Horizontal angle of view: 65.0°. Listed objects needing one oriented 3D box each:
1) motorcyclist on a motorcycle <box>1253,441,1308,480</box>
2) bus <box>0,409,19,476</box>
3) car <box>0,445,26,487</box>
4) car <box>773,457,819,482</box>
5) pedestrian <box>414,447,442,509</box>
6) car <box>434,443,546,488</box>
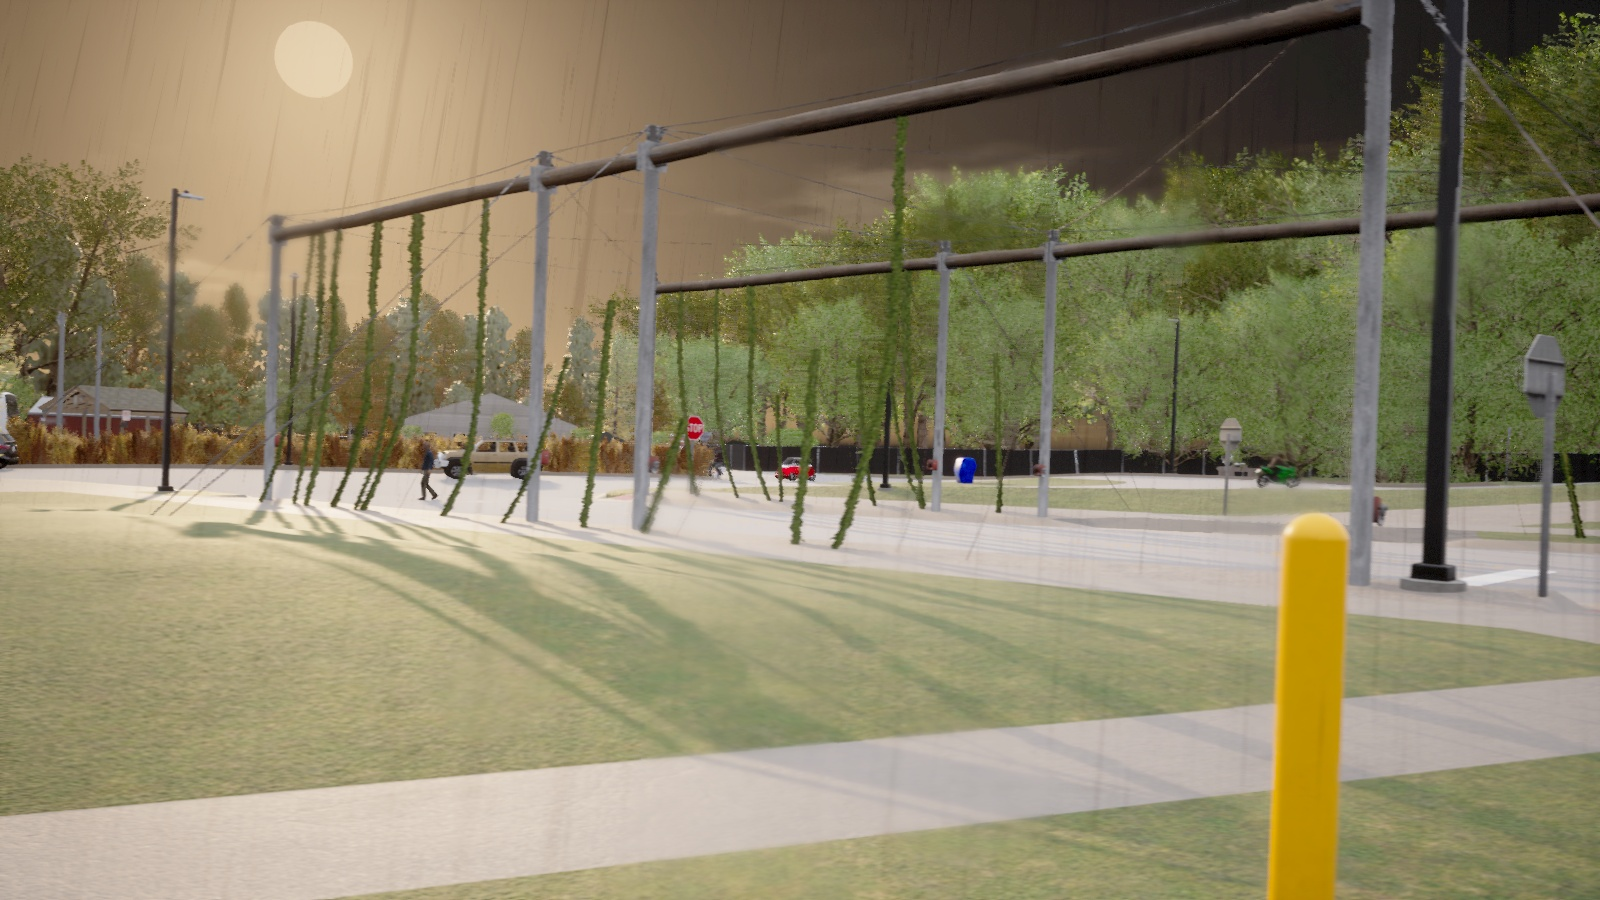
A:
[{"bbox_3d":[20.389,0.442,53.281,2.044,1.523,0.797,-1,4,-13],"label":"motorcyclist on a motorcycle"},{"bbox_3d":[-56.195,-0.396,79.906,10.273,4.253,3.944,-1,1,-19],"label":"bus"},{"bbox_3d":[-34.596,0.678,51.358,4.611,1.667,2.242,-1,1,-20],"label":"car"},{"bbox_3d":[-0.226,1.113,72.005,2.207,1.376,1.481,0,-1,-36],"label":"car"},{"bbox_3d":[-11.307,0.847,38.153,0.726,1.842,0.402,1,1,-34],"label":"pedestrian"},{"bbox_3d":[-13.658,0.658,55.334,4.605,1.855,1.932,0,1,-21],"label":"car"}]
